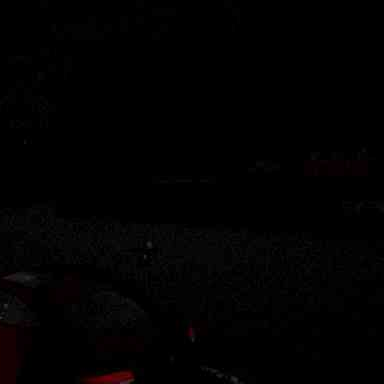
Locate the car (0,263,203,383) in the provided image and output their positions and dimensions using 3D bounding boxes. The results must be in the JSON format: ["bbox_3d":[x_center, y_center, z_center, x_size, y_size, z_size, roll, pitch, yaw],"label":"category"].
[{"bbox_3d":[-1.831,1.580,4.108,4.206,1.307,1.802,0,1,36],"label":"car"}]
